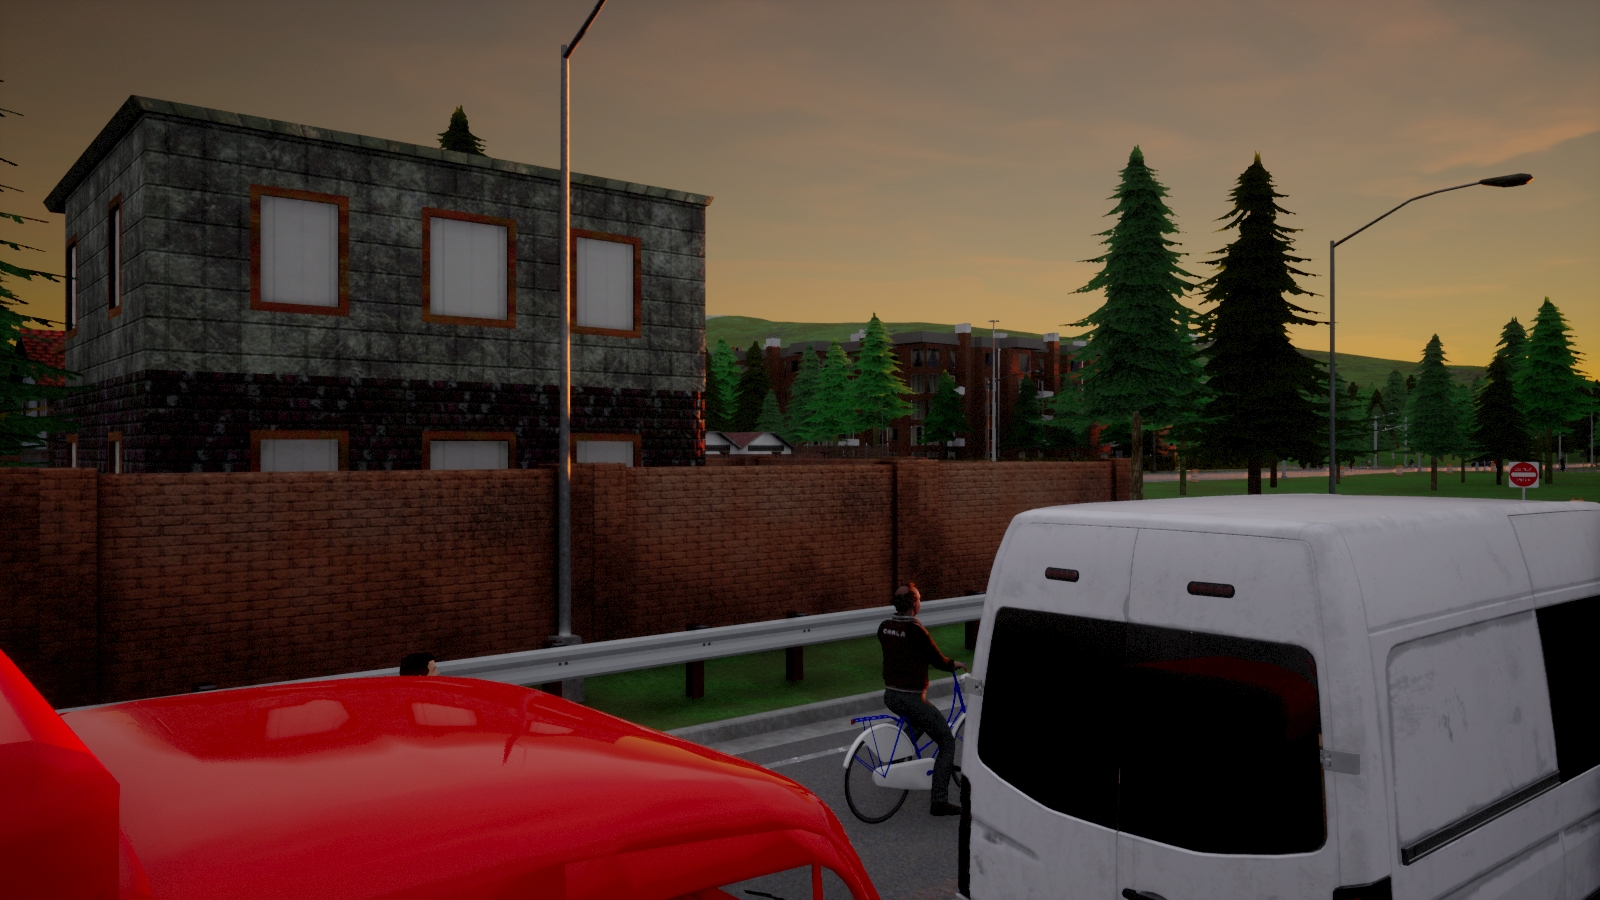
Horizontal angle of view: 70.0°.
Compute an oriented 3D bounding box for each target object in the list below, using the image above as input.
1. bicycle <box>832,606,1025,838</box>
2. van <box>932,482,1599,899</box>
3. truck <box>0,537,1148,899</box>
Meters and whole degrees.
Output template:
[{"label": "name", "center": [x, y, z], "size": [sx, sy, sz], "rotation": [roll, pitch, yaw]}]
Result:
[{"label": "bicycle", "center": [1.045, 2.060, 8.955], "size": [1.835, 1.471, 0.329], "rotation": [0, 0, -40]}, {"label": "van", "center": [3.509, 1.534, 6.458], "size": [5.915, 2.561, 1.988], "rotation": [0, 0, -40]}, {"label": "truck", "center": [-2.109, 1.568, 1.686], "size": [5.204, 2.467, 2.627], "rotation": [0, 0, -40]}]
